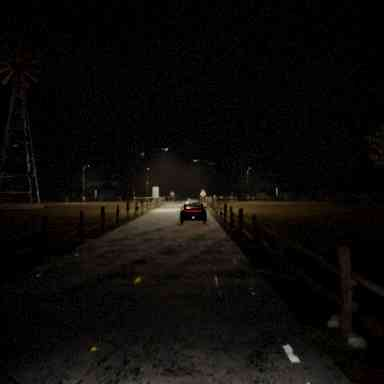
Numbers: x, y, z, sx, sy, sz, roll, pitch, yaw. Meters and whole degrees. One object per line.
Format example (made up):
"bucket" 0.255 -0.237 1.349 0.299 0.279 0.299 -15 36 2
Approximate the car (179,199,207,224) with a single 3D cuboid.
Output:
"car" 0.098 1.491 24.681 2.128 1.511 4.902 0 0 0

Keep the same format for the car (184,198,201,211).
"car" 0.099 1.548 42.135 2.033 1.411 5.357 0 0 0
